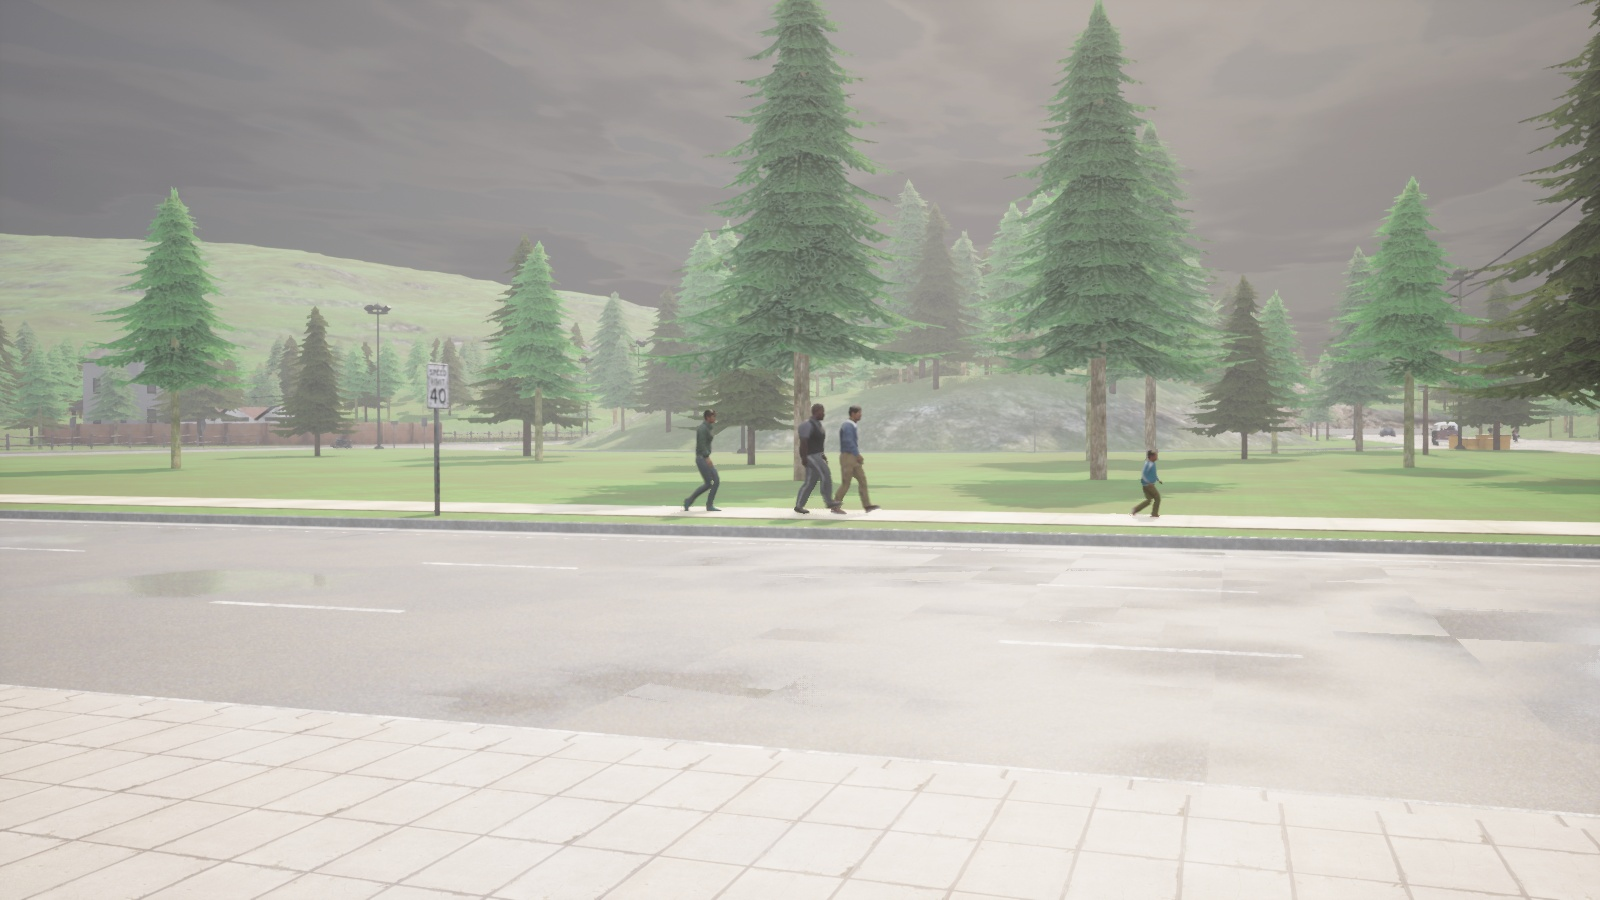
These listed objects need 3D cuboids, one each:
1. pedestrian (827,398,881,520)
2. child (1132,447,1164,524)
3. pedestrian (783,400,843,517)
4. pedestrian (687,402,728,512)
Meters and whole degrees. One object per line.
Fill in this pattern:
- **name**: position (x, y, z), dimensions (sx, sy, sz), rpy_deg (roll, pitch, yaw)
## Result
- **pedestrian**: position (0.880, 0.142, 20.432), dimensions (0.788, 1.949, 0.423), rpy_deg (1, 1, 17)
- **child**: position (5.461, 0.551, 19.701), dimensions (0.448, 1.192, 0.343), rpy_deg (1, 1, 20)
- **pedestrian**: position (0.215, 0.137, 20.602), dimensions (0.849, 1.883, 0.563), rpy_deg (1, 1, 19)
- **pedestrian**: position (-1.572, 0.117, 21.400), dimensions (0.614, 1.847, 0.353), rpy_deg (0, 1, 16)
